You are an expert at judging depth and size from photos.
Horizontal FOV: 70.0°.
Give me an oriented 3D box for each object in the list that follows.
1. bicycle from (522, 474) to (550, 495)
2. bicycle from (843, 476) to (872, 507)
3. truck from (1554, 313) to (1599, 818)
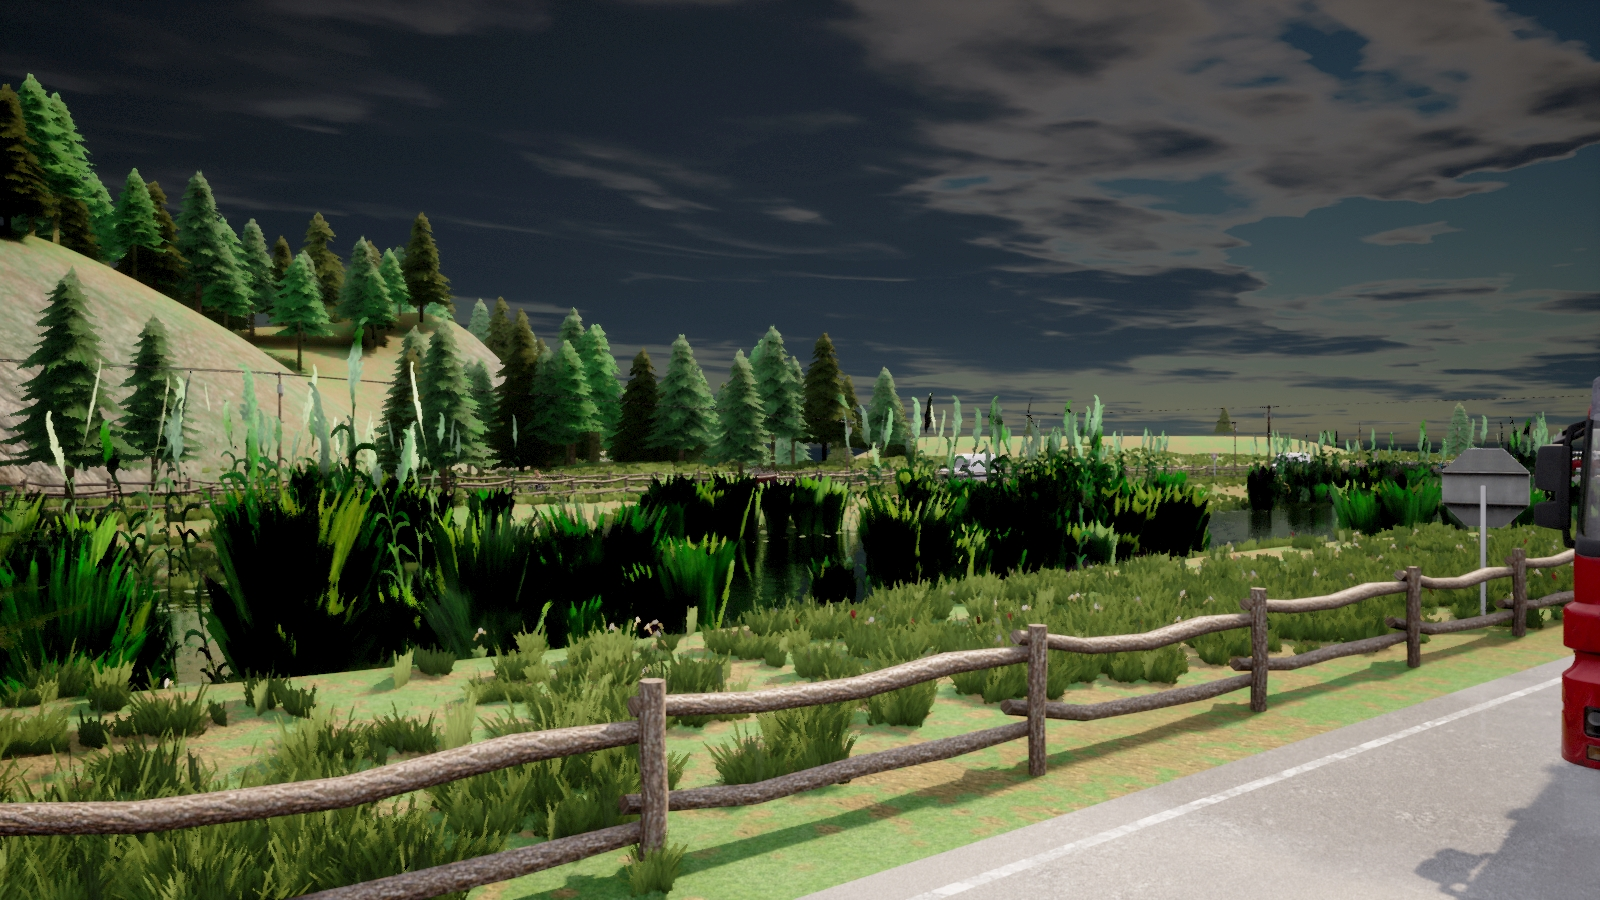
[{"bbox_3d":[-16.628,2.158,71.896,1.487,1.276,0.859,0,0,-44],"label":"bicycle"},{"bbox_3d":[2.844,2.030,56.091,1.643,1.496,0.373,0,0,-42],"label":"bicycle"},{"bbox_3d":[9.763,0.862,11.012,2.891,3.827,8.468,0,1,42],"label":"truck"}]
